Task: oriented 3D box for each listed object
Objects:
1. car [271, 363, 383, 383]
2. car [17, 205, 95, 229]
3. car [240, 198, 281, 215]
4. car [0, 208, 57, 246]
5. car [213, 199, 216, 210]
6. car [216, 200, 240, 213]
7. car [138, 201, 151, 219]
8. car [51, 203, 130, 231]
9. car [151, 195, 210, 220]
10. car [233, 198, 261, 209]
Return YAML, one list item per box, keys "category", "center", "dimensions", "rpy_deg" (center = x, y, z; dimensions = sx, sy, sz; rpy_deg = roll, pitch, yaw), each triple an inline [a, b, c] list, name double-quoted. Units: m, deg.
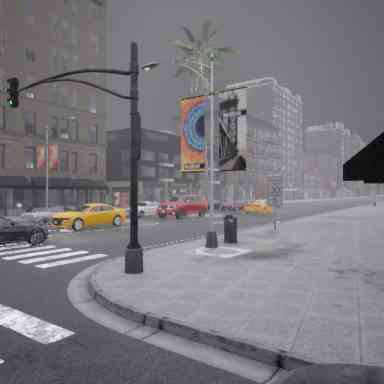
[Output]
- category: "car"
  center: [2.226, 1.551, 1.260]
  dimensions: [4.403, 1.369, 2.008]
  rpy_deg: [0, 0, 35]
- category: "car"
  center: [-9.240, 1.615, 23.047]
  dimensions: [1.895, 1.301, 4.718]
  rpy_deg: [0, 0, 35]
- category: "car"
  center: [7.286, 1.536, 34.862]
  dimensions: [1.882, 1.535, 5.008]
  rpy_deg: [0, 0, 35]
- category: "car"
  center: [-8.057, 1.537, 13.096]
  dimensions: [1.812, 1.442, 4.674]
  rpy_deg: [0, 0, 35]
- category: "car"
  center: [1.759, 1.527, 38.644]
  dimensions: [1.882, 1.535, 5.008]
  rpy_deg: [0, 0, 35]
- category: "car"
  center: [5.009, 1.656, 37.610]
  dimensions: [1.895, 1.301, 4.718]
  rpy_deg: [0, 0, 35]
- category: "car"
  center: [-4.147, 1.555, 30.262]
  dimensions: [1.812, 1.442, 4.674]
  rpy_deg: [0, 0, 35]
- category: "car"
  center: [-6.477, 1.496, 21.308]
  dimensions: [1.882, 1.535, 5.008]
  rpy_deg: [0, 0, 35]
- category: "car"
  center: [-0.754, 1.257, 29.442]
  dimensions: [2.150, 2.045, 5.566]
  rpy_deg: [0, 0, 35]
- category: "car"
  center: [7.803, 1.578, 47.106]
  dimensions: [1.837, 1.490, 4.892]
  rpy_deg: [0, 0, 37]
